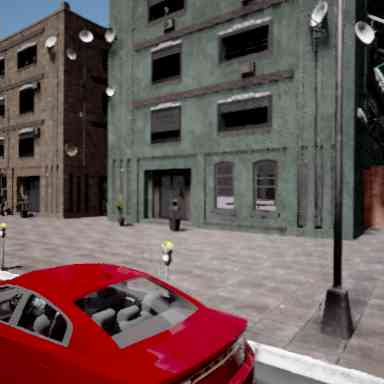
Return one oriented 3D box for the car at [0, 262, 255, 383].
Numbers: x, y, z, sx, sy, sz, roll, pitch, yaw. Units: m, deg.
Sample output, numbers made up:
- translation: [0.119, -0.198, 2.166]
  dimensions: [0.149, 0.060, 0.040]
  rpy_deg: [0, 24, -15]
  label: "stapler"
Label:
- translation: [-1.505, 1.543, 3.947]
  dimensions: [4.507, 1.381, 1.887]
  rpy_deg: [0, 1, 36]
  label: "car"
